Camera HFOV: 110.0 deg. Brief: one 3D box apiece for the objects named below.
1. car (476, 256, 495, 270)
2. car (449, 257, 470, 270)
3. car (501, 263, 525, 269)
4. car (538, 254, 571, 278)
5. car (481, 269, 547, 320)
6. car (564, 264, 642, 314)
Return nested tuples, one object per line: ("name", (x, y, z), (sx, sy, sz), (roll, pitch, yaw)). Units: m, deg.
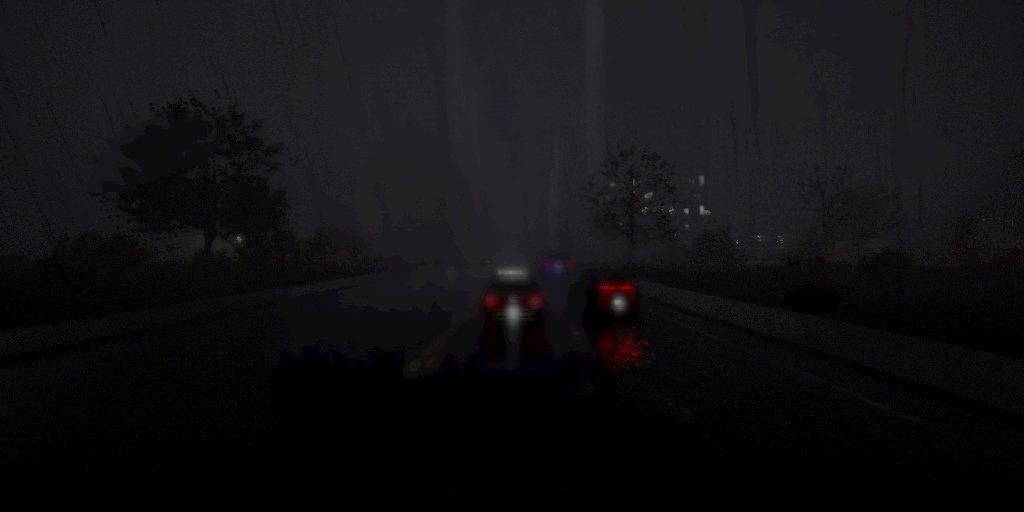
("car", (-3.328, 0.855, 45.552), (2.097, 1.767, 4.553), (0, 0, 0))
("car", (-6.577, 0.855, 45.557), (2.097, 1.767, 4.553), (0, 0, 0))
("car", (0.056, 1.213, 27.447), (1.895, 1.301, 4.718), (0, 0, 0))
("car", (3.309, 0.834, 27.867), (2.150, 2.045, 5.566), (0, 1, 0))
("car", (0.058, 1.296, 12.417), (1.895, 1.301, 4.718), (0, 0, 0))
("car", (3.314, 1.193, 13.443), (1.837, 1.490, 4.892), (0, 0, 0))
